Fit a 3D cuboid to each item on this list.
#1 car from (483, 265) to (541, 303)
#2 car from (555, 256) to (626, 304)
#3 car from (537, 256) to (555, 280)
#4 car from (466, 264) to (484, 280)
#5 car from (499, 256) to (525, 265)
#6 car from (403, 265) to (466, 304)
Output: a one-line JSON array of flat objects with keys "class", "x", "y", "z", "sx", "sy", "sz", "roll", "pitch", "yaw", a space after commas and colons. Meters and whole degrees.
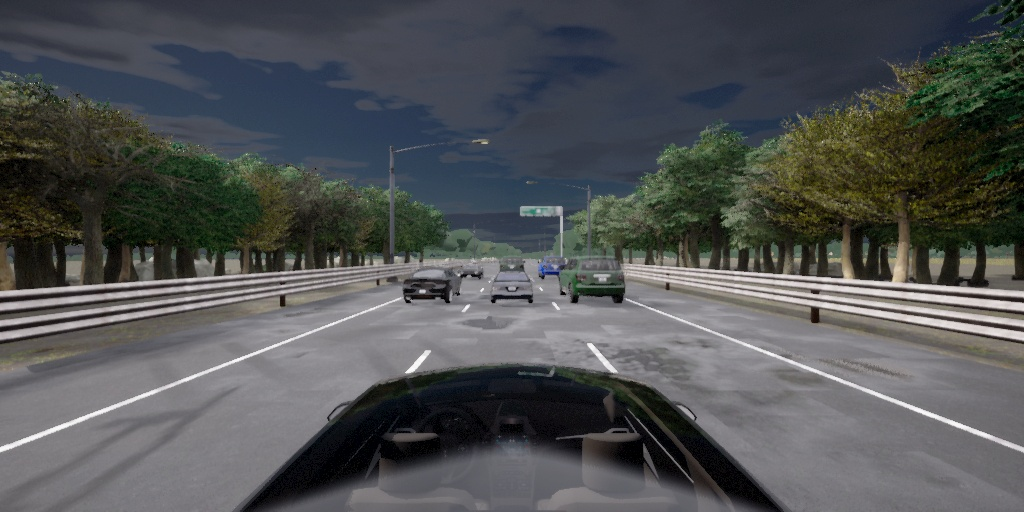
[{"class": "car", "x": 0.000, "y": 1.316, "z": 16.501, "sx": 2.033, "sy": 1.411, "sz": 5.357, "roll": 0, "pitch": 0, "yaw": 0}, {"class": "car", "x": 3.500, "y": 1.010, "z": 16.530, "sx": 2.150, "sy": 2.045, "sz": 5.566, "roll": 0, "pitch": 0, "yaw": 0}, {"class": "car", "x": 3.500, "y": 1.025, "z": 31.531, "sx": 2.150, "sy": 2.045, "sz": 5.566, "roll": 0, "pitch": 0, "yaw": 0}, {"class": "car", "x": -3.500, "y": 1.383, "z": 31.530, "sx": 1.895, "sy": 1.301, "sz": 4.718, "roll": 0, "pitch": 0, "yaw": 0}, {"class": "car", "x": 0.000, "y": 1.024, "z": 31.531, "sx": 2.150, "sy": 2.045, "sz": 5.566, "roll": 0, "pitch": 0, "yaw": 0}, {"class": "car", "x": -3.500, "y": 1.237, "z": 16.500, "sx": 1.882, "sy": 1.535, "sz": 5.008, "roll": 0, "pitch": 0, "yaw": 0}]
